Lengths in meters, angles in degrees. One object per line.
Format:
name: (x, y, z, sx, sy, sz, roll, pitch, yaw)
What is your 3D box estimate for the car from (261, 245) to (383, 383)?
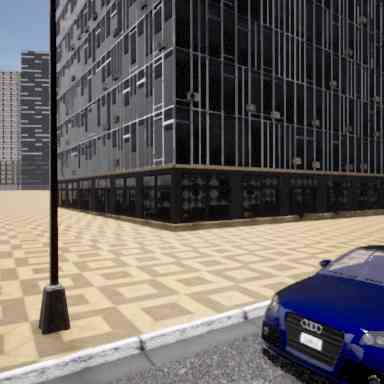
car: (3.029, 1.562, 5.032, 4.181, 1.385, 1.994, 0, 0, -35)
